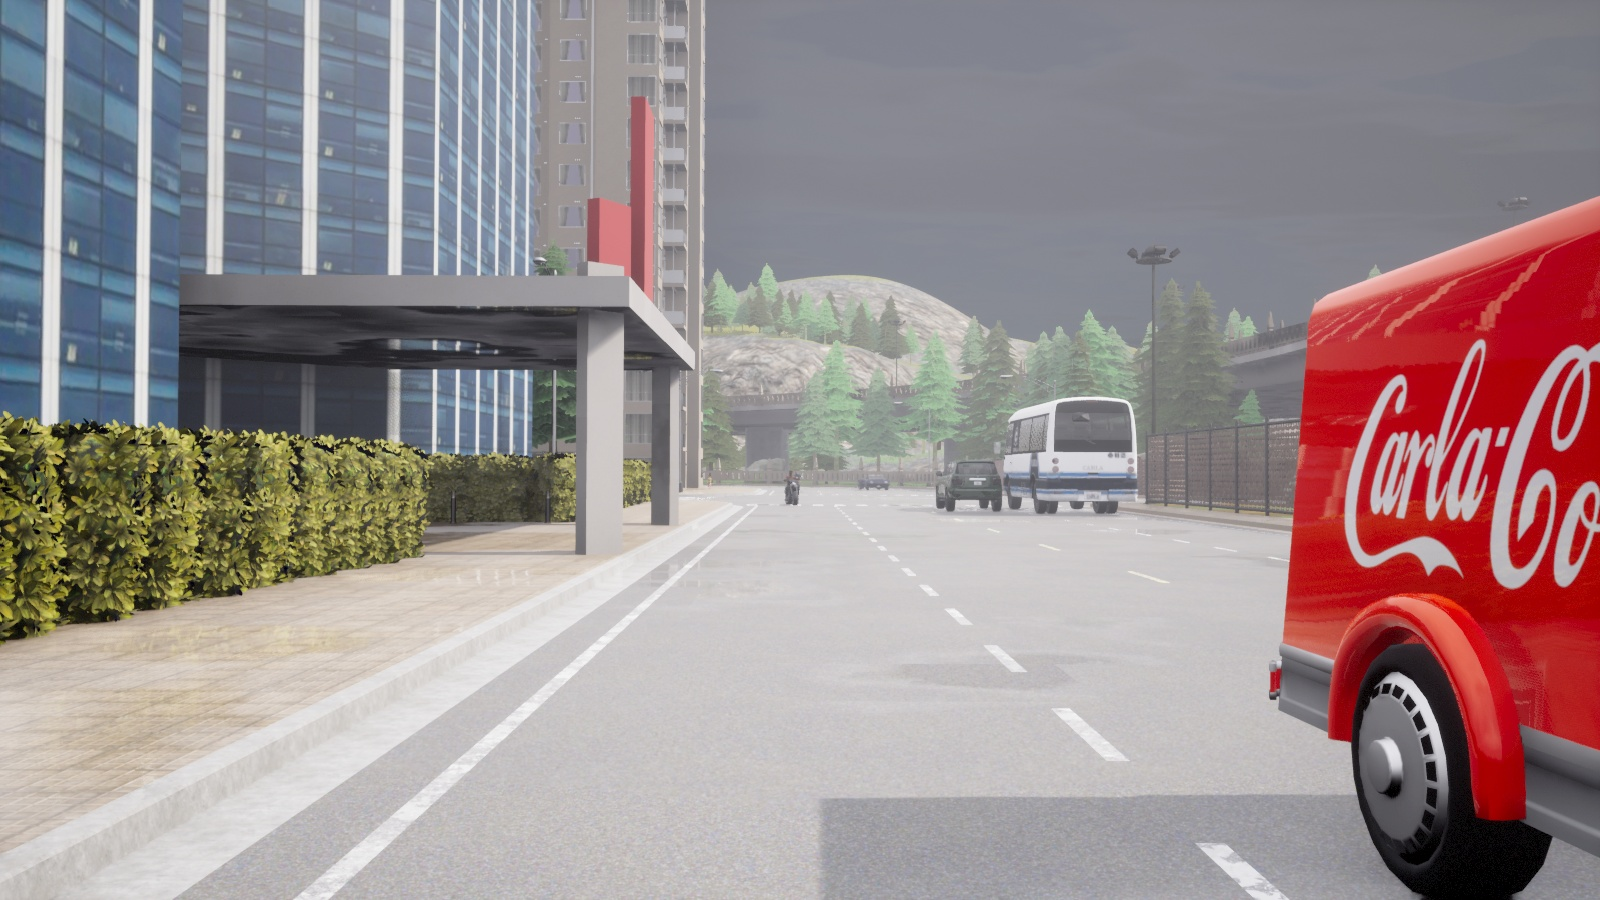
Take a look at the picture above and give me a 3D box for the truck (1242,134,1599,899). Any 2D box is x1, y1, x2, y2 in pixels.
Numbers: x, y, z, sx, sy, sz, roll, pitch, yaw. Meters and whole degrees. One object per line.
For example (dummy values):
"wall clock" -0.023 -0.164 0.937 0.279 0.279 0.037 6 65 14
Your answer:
"truck" 3.488 0.373 3.519 2.627 2.467 5.204 0 -1 0

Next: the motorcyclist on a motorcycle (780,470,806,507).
"motorcyclist on a motorcycle" -0.323 1.718 56.878 0.766 1.649 2.350 -1 -1 -10

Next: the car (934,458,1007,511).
"car" 6.864 1.363 51.171 2.150 2.045 5.566 0 -1 0

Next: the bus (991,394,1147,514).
"bus" 10.362 0.232 49.859 3.944 4.253 10.273 0 -1 0
